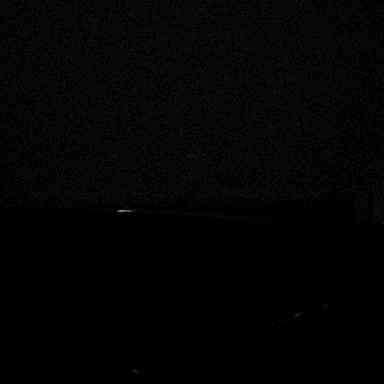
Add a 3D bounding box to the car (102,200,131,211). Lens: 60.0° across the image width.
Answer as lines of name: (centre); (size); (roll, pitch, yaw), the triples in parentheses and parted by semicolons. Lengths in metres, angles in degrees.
car: (-10.745, 1.851, 47.071); (2.033, 1.411, 5.357); (1, -1, -42)
